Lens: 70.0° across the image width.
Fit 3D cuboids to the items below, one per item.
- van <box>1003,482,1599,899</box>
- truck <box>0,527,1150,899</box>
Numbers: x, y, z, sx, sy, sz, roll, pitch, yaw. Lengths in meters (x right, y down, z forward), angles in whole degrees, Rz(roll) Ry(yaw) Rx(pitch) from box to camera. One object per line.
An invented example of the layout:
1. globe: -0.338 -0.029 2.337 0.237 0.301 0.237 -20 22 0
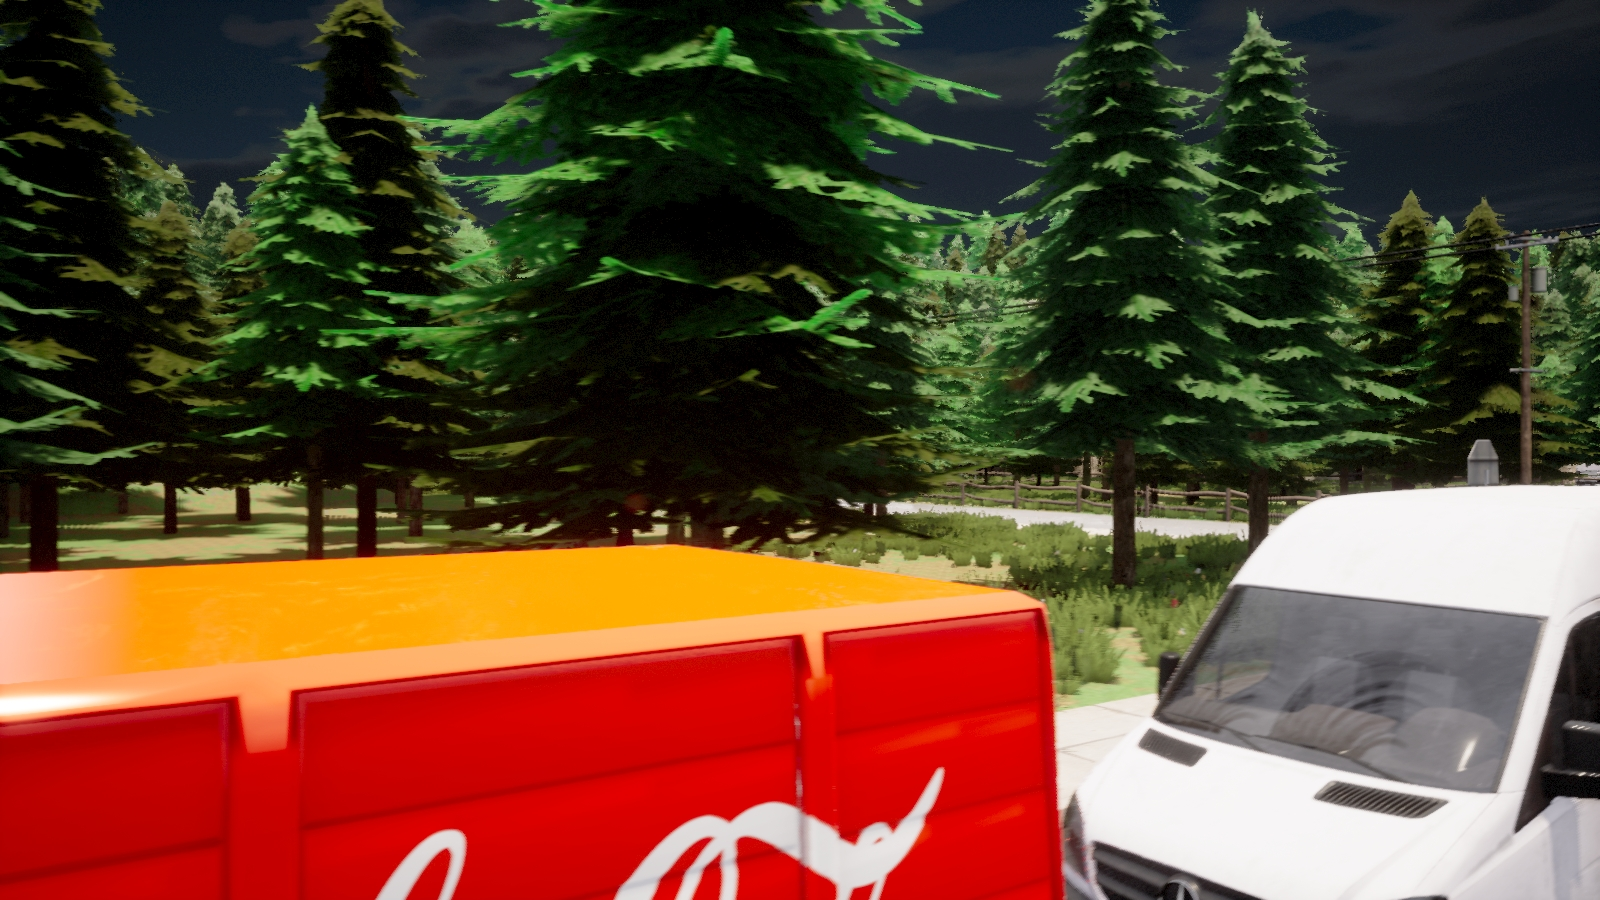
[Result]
1. van: 4.007 1.534 6.592 5.915 2.561 1.988 0 0 -35
2. truck: -2.023 1.568 2.388 5.204 2.467 2.627 0 0 -35
